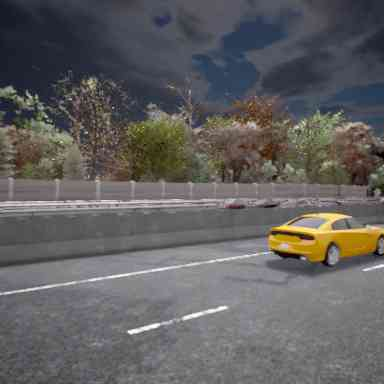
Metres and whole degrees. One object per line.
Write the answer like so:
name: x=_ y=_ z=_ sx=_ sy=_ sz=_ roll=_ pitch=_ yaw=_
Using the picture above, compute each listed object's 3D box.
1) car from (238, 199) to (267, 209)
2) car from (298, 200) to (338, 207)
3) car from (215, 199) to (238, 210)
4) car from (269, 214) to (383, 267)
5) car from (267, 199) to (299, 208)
car: x=7.674 y=1.503 z=35.268 sx=5.008 sy=1.535 sz=1.882 roll=0 pitch=0 yaw=-35
car: x=11.838 y=1.589 z=29.640 sx=4.181 sy=1.385 sz=1.994 roll=0 pitch=0 yaw=-35
car: x=4.703 y=1.549 z=37.448 sx=4.674 sy=1.442 sz=1.812 roll=0 pitch=0 yaw=-35
car: x=4.826 y=1.485 z=11.492 sx=5.008 sy=1.535 sz=1.882 roll=0 pitch=0 yaw=-36
car: x=9.965 y=1.530 z=32.603 sx=4.892 sy=1.490 sz=1.837 roll=0 pitch=0 yaw=-35
